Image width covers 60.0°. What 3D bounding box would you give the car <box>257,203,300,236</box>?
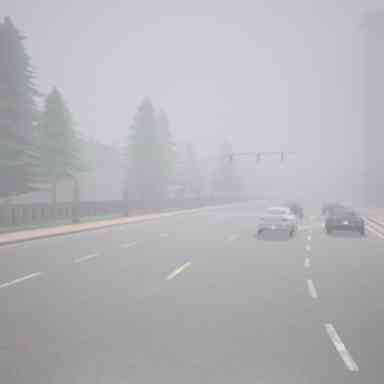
[{"bbox_3d":[4.862,1.543,18.737,1.812,1.442,4.674,1,0,21],"label":"car"}]

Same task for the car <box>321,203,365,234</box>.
[{"bbox_3d":[8.960,1.622,19.773,1.994,1.385,4.181,1,0,21],"label":"car"}]

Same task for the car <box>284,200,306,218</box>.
[{"bbox_3d":[9.352,1.547,30.915,1.837,1.490,4.892,1,0,21],"label":"car"}]

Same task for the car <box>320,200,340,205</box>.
[{"bbox_3d":[13.888,1.563,33.093,1.882,1.535,5.008,1,0,20],"label":"car"}]
